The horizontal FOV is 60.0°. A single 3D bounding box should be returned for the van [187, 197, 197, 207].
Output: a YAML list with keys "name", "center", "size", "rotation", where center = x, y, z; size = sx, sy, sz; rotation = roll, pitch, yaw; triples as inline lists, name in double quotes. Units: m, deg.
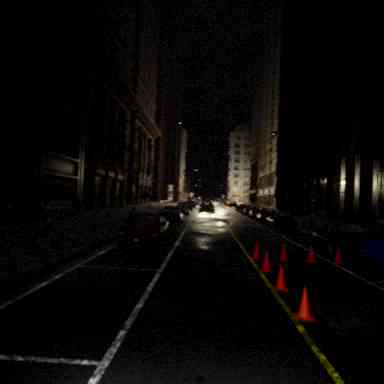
- name: "van"
  center: [-0.039, 2.035, 65.578]
  size: [1.690, 1.788, 3.998]
  rotation: [3, -1, 2]

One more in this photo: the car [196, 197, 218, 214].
- name: "car"
  center: [1.948, 1.915, 43.830]
  size: [2.097, 1.767, 4.553]
  rotation: [2, -1, 2]

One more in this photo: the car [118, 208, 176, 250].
- name: "car"
  center: [-2.047, 1.624, 14.999]
  size: [1.887, 1.381, 4.507]
  rotation: [3, -1, 2]

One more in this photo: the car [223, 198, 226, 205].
- name: "car"
  center: [8.910, 2.632, 76.483]
  size: [1.967, 1.590, 4.097]
  rotation: [3, -1, 2]

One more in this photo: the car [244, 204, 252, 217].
- name: "car"
  center: [7.351, 2.274, 37.142]
  size: [1.887, 1.381, 4.507]
  rotation: [3, -1, 2]

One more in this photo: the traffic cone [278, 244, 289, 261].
- name: "traffic cone"
  center: [3.406, 2.245, 12.364]
  size: [0.340, 0.580, 0.340]
  rotation: [2, -1, 2]

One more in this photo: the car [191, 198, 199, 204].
- name: "car"
  center: [0.832, 2.474, 87.885]
  size: [1.752, 1.417, 4.829]
  rotation: [3, -1, 2]

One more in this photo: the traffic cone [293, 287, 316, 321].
- name: "traffic cone"
  center: [2.171, 2.124, 6.409]
  size: [0.340, 0.580, 0.340]
  rotation: [2, -1, 2]

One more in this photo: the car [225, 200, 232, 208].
- name: "car"
  center: [8.683, 2.671, 70.862]
  size: [1.887, 1.381, 4.507]
  rotation: [3, -1, 2]

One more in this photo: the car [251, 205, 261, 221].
- name: "car"
  center: [7.129, 2.205, 31.523]
  size: [1.887, 1.381, 4.507]
  rotation: [3, -1, 2]

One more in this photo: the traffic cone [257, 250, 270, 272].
- name: "traffic cone"
  center: [2.328, 2.176, 10.406]
  size: [0.340, 0.580, 0.340]
  rotation: [2, -1, 2]

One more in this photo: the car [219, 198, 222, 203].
- name: "car"
  center: [9.570, 2.934, 93.342]
  size: [2.008, 1.369, 4.403]
  rotation: [3, -1, 2]

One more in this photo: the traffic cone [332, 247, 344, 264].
- name: "traffic cone"
  center: [5.402, 2.331, 12.284]
  size: [0.340, 0.580, 0.340]
  rotation: [2, -1, 2]

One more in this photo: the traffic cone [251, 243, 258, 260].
- name: "traffic cone"
  center: [2.407, 2.201, 12.404]
  size: [0.340, 0.580, 0.340]
  rotation: [3, -1, 2]

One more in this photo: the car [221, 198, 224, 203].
- name: "car"
  center: [9.349, 2.864, 87.722]
  size: [1.887, 1.381, 4.507]
  rotation: [3, -1, 2]

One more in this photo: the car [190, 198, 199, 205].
- name: "car"
  center: [0.621, 2.327, 82.436]
  size: [1.967, 1.590, 4.097]
  rotation: [3, -1, 2]

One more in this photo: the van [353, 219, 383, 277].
- name: "van"
  center: [6.253, 1.717, 9.046]
  size: [1.690, 1.788, 3.998]
  rotation: [3, -1, 2]

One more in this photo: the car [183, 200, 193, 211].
- name: "car"
  center: [-1.166, 1.884, 37.307]
  size: [1.752, 1.417, 4.829]
  rotation: [3, -1, 2]

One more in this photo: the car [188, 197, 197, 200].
- name: "car"
  center: [-0.266, 2.068, 59.957]
  size: [1.967, 1.590, 4.097]
  rotation: [3, -1, 2]

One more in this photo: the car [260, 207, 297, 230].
- name: "car"
  center: [6.907, 2.141, 25.903]
  size: [2.008, 1.369, 4.403]
  rotation: [3, -1, 2]

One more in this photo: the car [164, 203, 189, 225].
- name: "car"
  center: [-1.604, 1.773, 26.237]
  size: [2.008, 1.369, 4.403]
  rotation: [3, -1, 2]

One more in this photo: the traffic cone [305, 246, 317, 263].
- name: "traffic cone"
  center: [4.404, 2.288, 12.324]
  size: [0.340, 0.580, 0.340]
  rotation: [2, -1, 2]

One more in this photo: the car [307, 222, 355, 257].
- name: "car"
  center: [6.464, 1.999, 14.663]
  size: [2.008, 1.369, 4.403]
  rotation: [3, -1, 2]

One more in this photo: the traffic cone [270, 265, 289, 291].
- name: "traffic cone"
  center: [2.250, 2.150, 8.407]
  size: [0.340, 0.580, 0.340]
  rotation: [2, -1, 2]

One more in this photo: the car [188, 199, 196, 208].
- name: "car"
  center: [-0.718, 2.078, 48.716]
  size: [1.802, 1.307, 4.206]
  rotation: [3, -1, 2]

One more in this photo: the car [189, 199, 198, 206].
- name: "car"
  center: [0.392, 2.388, 76.815]
  size: [1.947, 1.339, 4.313]
  rotation: [3, -1, 2]

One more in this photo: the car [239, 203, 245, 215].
- name: "car"
  center: [7.573, 2.342, 42.762]
  size: [1.887, 1.381, 4.507]
  rotation: [3, -1, 2]

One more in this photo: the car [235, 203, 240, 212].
- name: "car"
  center: [7.795, 2.410, 48.382]
  size: [1.887, 1.381, 4.507]
  rotation: [3, -1, 2]

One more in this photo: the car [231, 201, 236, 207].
- name: "car"
  center: [8.016, 2.497, 54.003]
  size: [1.947, 1.339, 4.313]
  rotation: [3, -1, 2]
